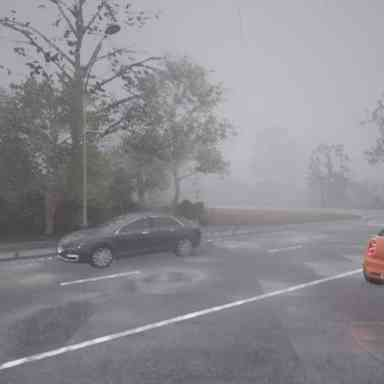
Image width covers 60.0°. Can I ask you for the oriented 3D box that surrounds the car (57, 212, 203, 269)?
[{"bbox_3d":[-1.908,1.478,11.182,4.892,1.490,1.837,0,0,-35],"label":"car"}]

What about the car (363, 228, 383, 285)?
[{"bbox_3d":[6.210,1.299,8.073,4.553,1.767,2.097,0,0,-35],"label":"car"}]
